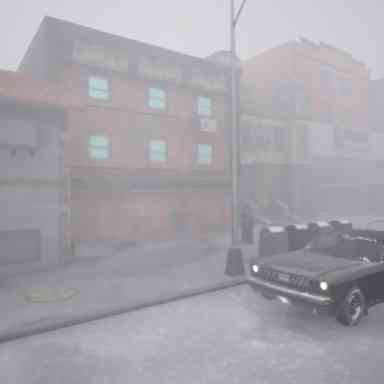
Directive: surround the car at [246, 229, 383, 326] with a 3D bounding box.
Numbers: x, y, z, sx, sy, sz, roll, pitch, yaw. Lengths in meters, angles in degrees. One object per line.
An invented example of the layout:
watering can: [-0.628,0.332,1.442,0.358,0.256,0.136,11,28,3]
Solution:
car: [3.375,1.515,7.010,4.718,1.301,1.895,-1,1,-35]
